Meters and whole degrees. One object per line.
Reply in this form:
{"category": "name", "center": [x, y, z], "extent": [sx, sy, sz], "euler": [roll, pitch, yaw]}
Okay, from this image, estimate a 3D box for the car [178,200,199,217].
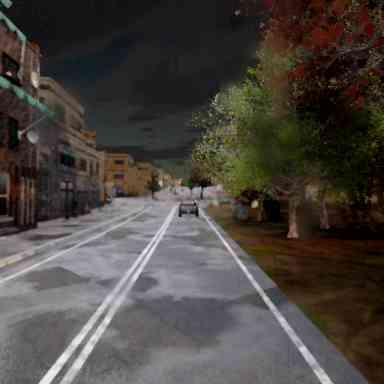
{"category": "car", "center": [-0.354, 1.560, 32.716], "extent": [2.128, 1.511, 4.902], "euler": [0, 0, -1]}
